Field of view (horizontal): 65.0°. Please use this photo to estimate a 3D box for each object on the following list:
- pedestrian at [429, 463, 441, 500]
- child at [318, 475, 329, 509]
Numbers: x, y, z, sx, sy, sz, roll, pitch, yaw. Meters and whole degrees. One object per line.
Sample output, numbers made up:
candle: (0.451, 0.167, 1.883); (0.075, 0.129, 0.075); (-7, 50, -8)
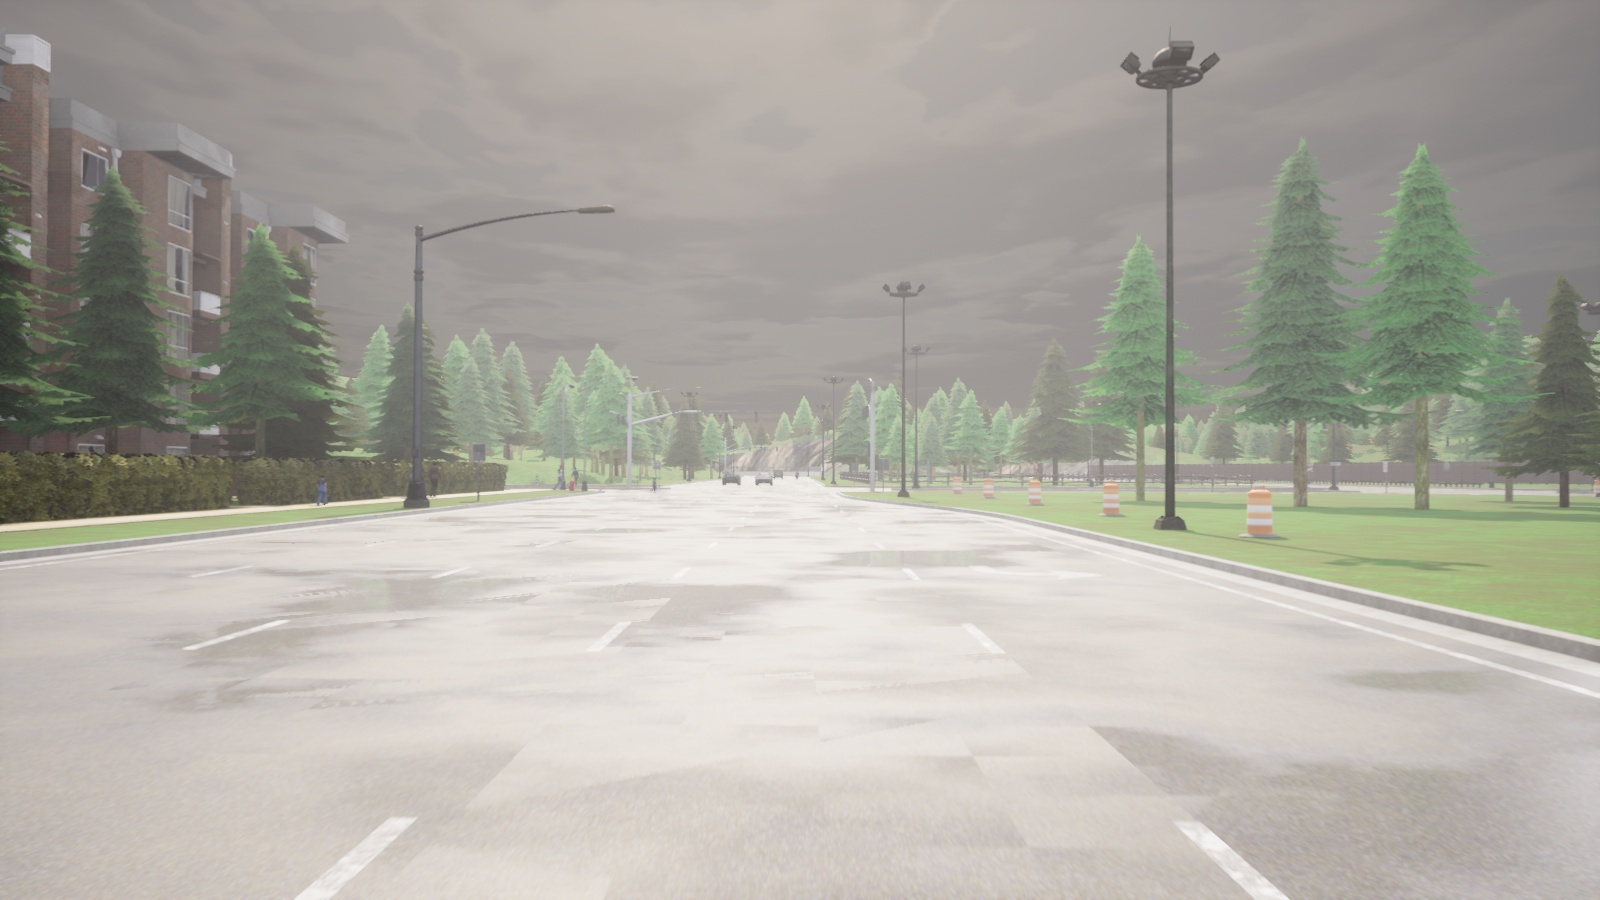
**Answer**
pedestrian: (-18.148, 1.562, 62.456); (0.328, 1.805, 0.869); (0, -1, 1)
child: (-18.125, 1.596, 47.791); (0.270, 1.263, 0.437); (0, -1, 0)
